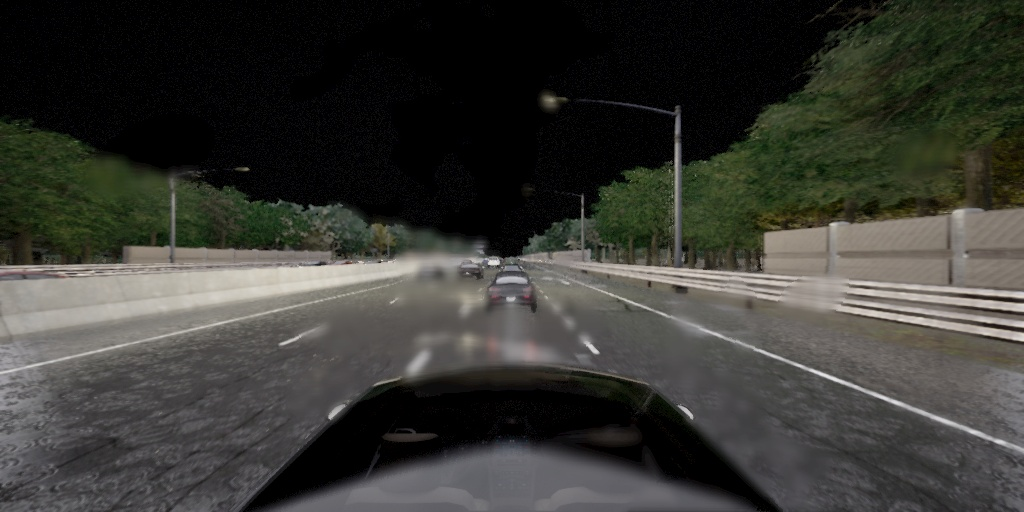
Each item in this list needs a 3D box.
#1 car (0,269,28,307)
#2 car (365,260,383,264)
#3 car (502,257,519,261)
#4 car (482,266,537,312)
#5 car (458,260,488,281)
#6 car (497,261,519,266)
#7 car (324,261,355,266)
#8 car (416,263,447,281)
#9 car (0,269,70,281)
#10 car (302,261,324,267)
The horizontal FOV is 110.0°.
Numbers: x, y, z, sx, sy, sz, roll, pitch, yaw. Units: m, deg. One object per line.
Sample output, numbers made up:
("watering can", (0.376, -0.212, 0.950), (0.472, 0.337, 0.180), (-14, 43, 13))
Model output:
("car", (-21.096, 1.280, 12.507), (1.837, 1.490, 4.892), (0, 0, 0))
("car", (-21.038, 1.442, 54.864), (1.837, 1.490, 4.892), (0, 0, 1))
("car", (-0.003, 1.168, 57.472), (2.150, 2.045, 5.566), (0, 0, 0))
("car", (-0.001, 1.307, 14.332), (1.812, 1.442, 4.674), (0, 0, 0))
("car", (-3.502, 1.331, 31.588), (1.882, 1.535, 5.008), (0, 0, 0))
("car", (-0.001, 1.417, 31.567), (1.994, 1.385, 4.181), (0, 0, 0))
("car", (-24.549, 1.407, 51.879), (1.882, 1.535, 5.008), (0, 0, 1))
("car", (-7.003, 1.344, 31.579), (2.128, 1.511, 4.902), (0, 0, 0))
("car", (-17.596, 1.252, 12.132), (1.882, 1.535, 5.008), (0, 0, 0))
("car", (-28.035, 1.406, 51.431), (1.882, 1.535, 5.008), (0, 0, 1))
